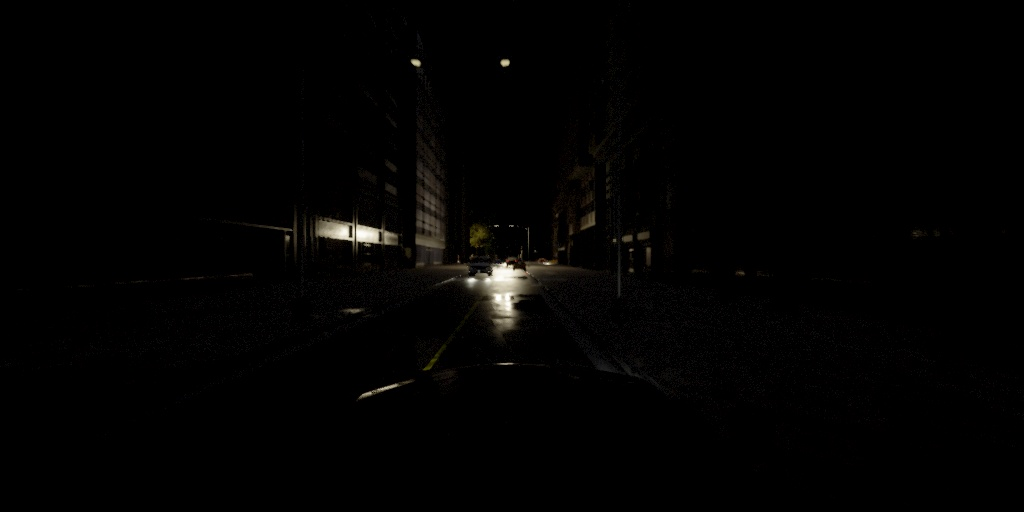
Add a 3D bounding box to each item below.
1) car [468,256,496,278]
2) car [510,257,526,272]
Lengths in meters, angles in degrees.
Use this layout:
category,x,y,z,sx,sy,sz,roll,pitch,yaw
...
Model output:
category,x,y,z,sx,sy,sz,roll,pitch,yaw
car,-3.097,1.055,36.429,2.150,2.045,5.566,0,0,0
car,1.039,1.324,50.048,1.801,1.575,5.366,0,0,0
